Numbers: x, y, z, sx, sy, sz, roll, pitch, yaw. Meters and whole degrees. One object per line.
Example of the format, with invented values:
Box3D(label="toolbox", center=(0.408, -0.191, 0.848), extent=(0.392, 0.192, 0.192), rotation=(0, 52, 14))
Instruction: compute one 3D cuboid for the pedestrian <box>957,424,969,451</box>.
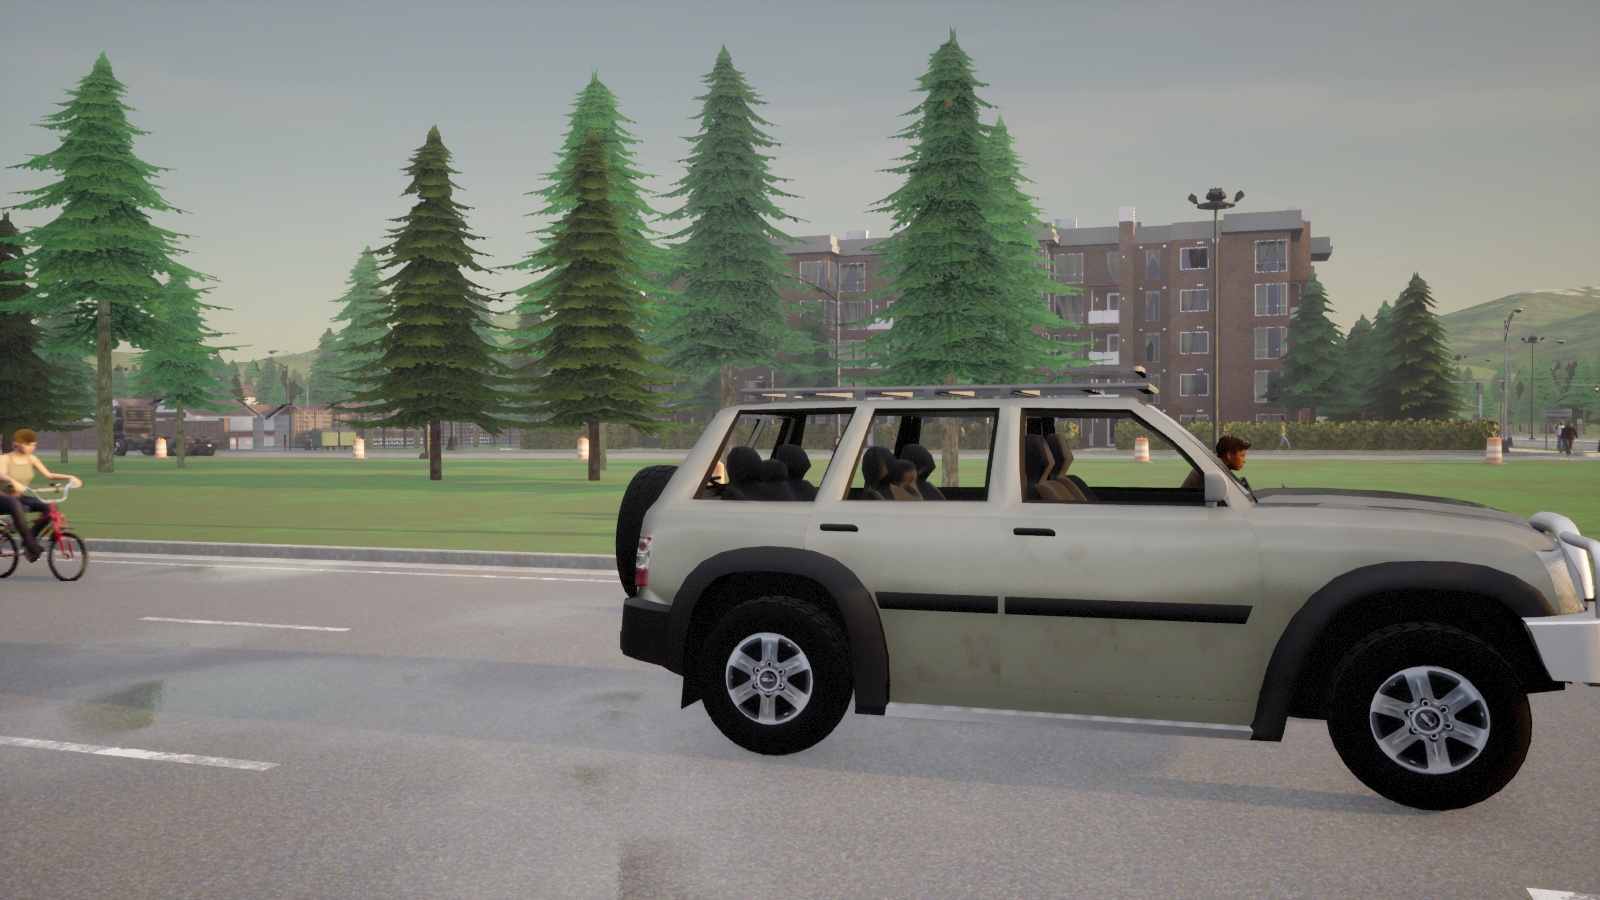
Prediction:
Box3D(label="pedestrian", center=(10.823, -0.839, 83.402), extent=(0.726, 1.835, 0.370), rotation=(1, 1, 19))

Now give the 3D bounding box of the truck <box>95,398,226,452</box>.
Box3D(label="truck", center=(-41.871, -1.630, 82.262), extent=(7.936, 3.462, 2.891), rotation=(1, 1, 19))

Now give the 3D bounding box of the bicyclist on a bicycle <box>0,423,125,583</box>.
Box3D(label="bicyclist on a bicycle", center=(-8.103, 0.520, 13.300), extent=(1.509, 1.612, 0.866), rotation=(1, 1, 18))

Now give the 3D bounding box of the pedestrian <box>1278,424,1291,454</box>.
Box3D(label="pedestrian", center=(29.732, -0.668, 77.111), extent=(0.706, 1.836, 0.354), rotation=(1, 1, 20))

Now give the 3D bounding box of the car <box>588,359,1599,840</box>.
Box3D(label="car", center=(1.444, 0.546, 6.396), extent=(4.605, 1.855, 1.932), rotation=(1, 1, 18))

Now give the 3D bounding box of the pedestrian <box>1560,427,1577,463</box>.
Box3D(label="pedestrian", center=(39.993, -0.277, 65.359), extent=(0.634, 1.844, 0.899), rotation=(1, 1, 23))
